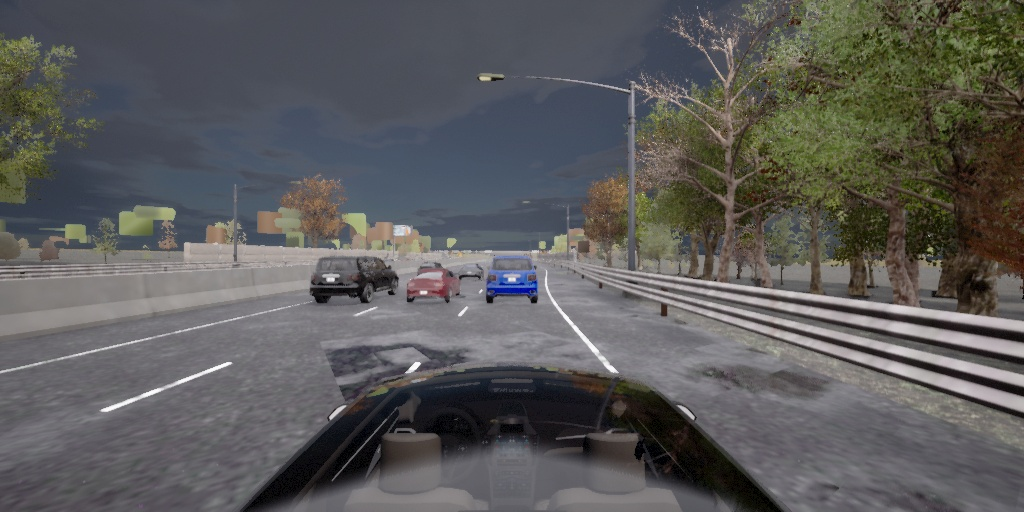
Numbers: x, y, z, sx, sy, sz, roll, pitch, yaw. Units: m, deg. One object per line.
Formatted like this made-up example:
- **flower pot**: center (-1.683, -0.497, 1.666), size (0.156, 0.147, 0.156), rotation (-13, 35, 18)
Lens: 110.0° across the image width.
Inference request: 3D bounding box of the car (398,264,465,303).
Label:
- **car**: center (-3.500, 1.283, 16.501), size (1.812, 1.442, 4.674), rotation (0, 0, 0)

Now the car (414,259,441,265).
- **car**: center (-7.000, 1.275, 31.501), size (1.837, 1.490, 4.892), rotation (0, 0, 0)

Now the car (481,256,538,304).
- **car**: center (0.000, 1.007, 16.531), size (2.150, 2.045, 5.566), rotation (0, 0, 0)

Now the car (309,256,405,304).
- **car**: center (-7.000, 1.008, 16.531), size (2.150, 2.045, 5.566), rotation (0, 0, 0)

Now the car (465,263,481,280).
- **car**: center (-3.500, 1.332, 31.501), size (1.994, 1.385, 4.181), rotation (0, 0, 0)
